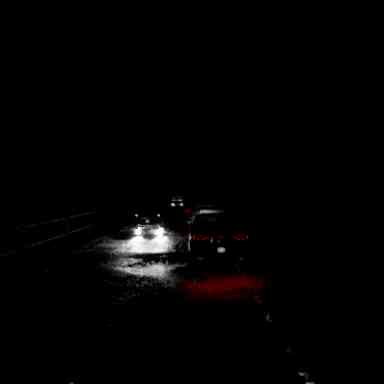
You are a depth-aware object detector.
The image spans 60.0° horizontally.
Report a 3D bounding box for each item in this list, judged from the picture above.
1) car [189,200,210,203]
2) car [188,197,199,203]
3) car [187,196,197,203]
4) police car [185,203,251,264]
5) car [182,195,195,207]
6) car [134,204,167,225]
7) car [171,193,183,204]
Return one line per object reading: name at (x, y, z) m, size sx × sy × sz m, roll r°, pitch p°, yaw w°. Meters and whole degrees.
car at (0.823, 1.495, 21.824) m, size 1.812 × 1.442 × 4.674 m, roll 0°, pitch 0°, yaw 0°
car at (0.823, 1.469, 27.824) m, size 1.837 × 1.490 × 4.892 m, roll 0°, pitch 0°, yaw 0°
car at (-0.007, 1.549, 68.378) m, size 1.895 × 1.301 × 4.718 m, roll 0°, pitch 0°, yaw 0°
police car at (0.825, 1.407, 11.934) m, size 1.930 × 1.638 × 5.238 m, roll 0°, pitch 0°, yaw 0°
car at (0.014, 1.446, 47.570) m, size 2.128 × 1.511 × 4.902 m, roll 0°, pitch 0°, yaw 0°
car at (-2.851, 1.568, 23.526) m, size 1.895 × 1.301 × 4.718 m, roll 0°, pitch 0°, yaw 0°
car at (-2.768, 1.181, 65.056) m, size 2.150 × 2.045 × 5.566 m, roll 0°, pitch 0°, yaw 0°
